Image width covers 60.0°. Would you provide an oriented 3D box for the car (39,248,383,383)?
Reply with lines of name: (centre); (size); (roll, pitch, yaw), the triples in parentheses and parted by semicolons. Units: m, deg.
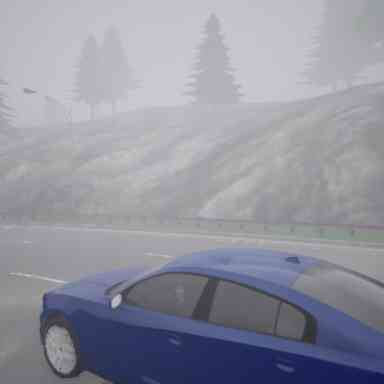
car: (0.306, 1.394, 3.732); (5.008, 1.535, 1.882); (0, 1, 34)
